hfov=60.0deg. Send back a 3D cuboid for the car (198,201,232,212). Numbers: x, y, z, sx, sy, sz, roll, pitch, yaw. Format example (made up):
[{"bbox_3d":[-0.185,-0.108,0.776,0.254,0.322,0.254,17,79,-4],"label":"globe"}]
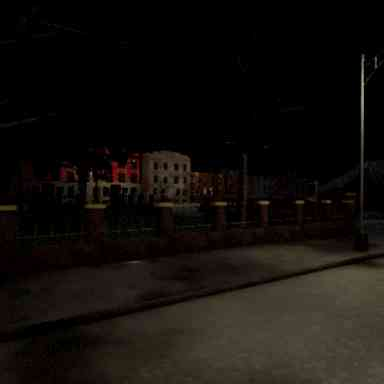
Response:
[{"bbox_3d":[2.566,1.680,37.715,1.994,1.385,4.181,0,0,-35],"label":"car"}]
